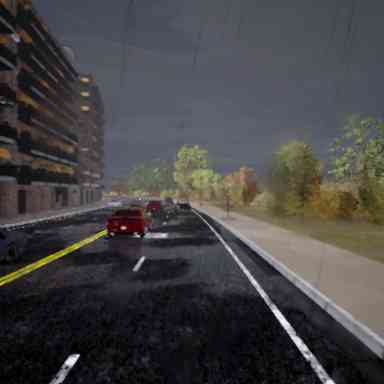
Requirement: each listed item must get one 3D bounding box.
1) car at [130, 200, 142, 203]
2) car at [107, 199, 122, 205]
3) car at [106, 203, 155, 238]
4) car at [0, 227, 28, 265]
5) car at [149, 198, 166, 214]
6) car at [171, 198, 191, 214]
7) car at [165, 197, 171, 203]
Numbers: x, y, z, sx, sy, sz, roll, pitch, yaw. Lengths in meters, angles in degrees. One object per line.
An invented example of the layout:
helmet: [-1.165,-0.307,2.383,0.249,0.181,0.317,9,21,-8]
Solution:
car: [-8.709,1.878,51.467,2.033,1.411,5.357,0,0,-4]
car: [-12.045,1.869,52.047,1.812,1.442,4.674,0,0,-5]
car: [-3.400,1.603,18.650,1.882,1.535,5.008,0,0,-2]
car: [-6.666,1.625,9.356,2.033,1.411,5.357,0,0,-1]
car: [-4.377,1.728,39.633,1.882,1.535,5.008,0,0,-4]
car: [-1.129,1.733,39.788,2.128,1.511,4.902,0,0,-4]
car: [-5.863,1.971,81.962,1.837,1.490,4.892,0,0,-9]
